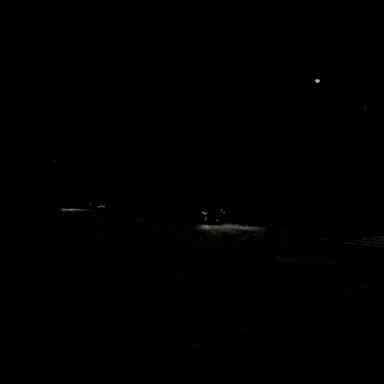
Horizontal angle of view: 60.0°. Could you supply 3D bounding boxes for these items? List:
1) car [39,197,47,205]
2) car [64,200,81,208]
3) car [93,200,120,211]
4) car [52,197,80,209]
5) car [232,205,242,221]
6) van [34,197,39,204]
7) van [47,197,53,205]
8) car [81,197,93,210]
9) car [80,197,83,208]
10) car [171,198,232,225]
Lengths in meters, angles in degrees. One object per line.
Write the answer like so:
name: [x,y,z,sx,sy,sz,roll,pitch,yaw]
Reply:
car: [-31.091,1.962,72.691,2.192,1.841,5.009,0,-1,-36]
car: [-21.161,2.028,58.775,1.802,1.307,4.206,0,-1,-36]
car: [-11.332,1.784,44.999,1.752,1.417,4.829,0,-1,-36]
car: [-20.027,1.796,52.660,2.128,1.511,4.902,1,-1,-35]
car: [2.007,1.580,26.309,2.008,1.369,4.403,0,0,-36]
van: [-37.710,2.130,81.967,1.690,1.788,3.998,0,-1,-36]
van: [-27.782,1.920,68.053,1.690,1.788,3.998,0,-1,-36]
car: [-14.542,1.863,49.498,1.887,1.381,4.507,0,-1,-36]
car: [-17.854,1.697,54.138,2.192,1.841,5.009,0,-1,-36]
car: [0.406,1.345,24.022,2.097,1.767,4.553,1,-1,-35]
